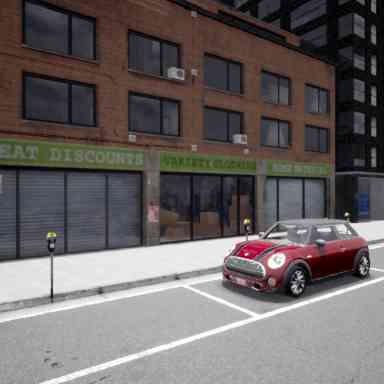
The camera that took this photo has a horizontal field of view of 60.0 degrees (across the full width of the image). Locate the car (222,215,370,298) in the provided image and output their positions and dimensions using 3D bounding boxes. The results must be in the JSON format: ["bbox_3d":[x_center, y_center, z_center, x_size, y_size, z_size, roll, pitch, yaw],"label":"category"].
[{"bbox_3d":[2.694,1.440,8.456,4.097,1.590,1.967,0,0,-35],"label":"car"}]
